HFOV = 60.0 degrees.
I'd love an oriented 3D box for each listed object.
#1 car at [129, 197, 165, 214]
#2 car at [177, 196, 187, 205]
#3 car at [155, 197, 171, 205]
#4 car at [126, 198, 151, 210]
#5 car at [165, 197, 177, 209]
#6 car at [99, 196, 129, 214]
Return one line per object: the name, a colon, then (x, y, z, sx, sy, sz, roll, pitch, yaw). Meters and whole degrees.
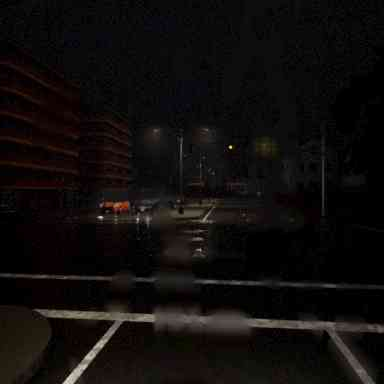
car: (-4.569, 1.489, 34.916, 2.128, 1.511, 4.902, 0, 0, 6)
car: (-2.091, 1.487, 58.311, 2.128, 1.511, 4.902, 0, 0, 6)
car: (-5.282, 1.597, 61.296, 1.895, 1.301, 4.718, 0, 0, 7)
car: (-7.093, 1.543, 44.407, 2.033, 1.411, 5.357, 0, 0, 6)
car: (-3.607, 1.598, 44.126, 1.895, 1.301, 4.718, 0, 0, 6)
car: (-8.083, 1.350, 34.990, 2.097, 1.767, 4.553, 0, 0, 6)
